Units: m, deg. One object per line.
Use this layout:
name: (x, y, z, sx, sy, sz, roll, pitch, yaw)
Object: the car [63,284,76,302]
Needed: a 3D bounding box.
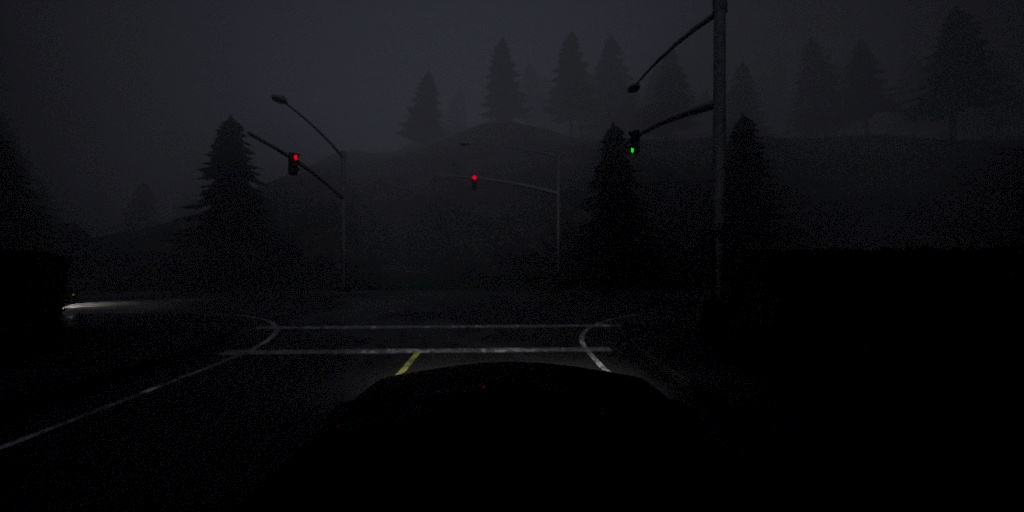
car: (-19.774, 1.258, 13.801, 4.181, 1.385, 1.994, 0, 0, -1)
